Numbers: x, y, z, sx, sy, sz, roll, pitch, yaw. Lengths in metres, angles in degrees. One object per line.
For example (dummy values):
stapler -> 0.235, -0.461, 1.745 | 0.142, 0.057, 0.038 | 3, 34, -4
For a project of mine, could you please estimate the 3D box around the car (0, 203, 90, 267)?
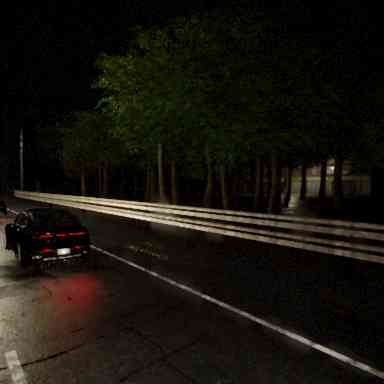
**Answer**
car -> -4.808, 1.280, 10.770 | 1.837, 1.490, 4.892 | -1, 1, -36

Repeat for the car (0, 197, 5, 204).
car -> -15.577, 0.993, 25.817 | 1.812, 1.442, 4.674 | -1, 1, -36
